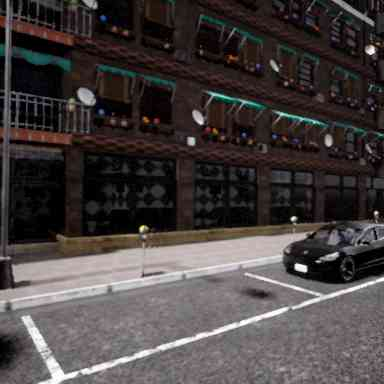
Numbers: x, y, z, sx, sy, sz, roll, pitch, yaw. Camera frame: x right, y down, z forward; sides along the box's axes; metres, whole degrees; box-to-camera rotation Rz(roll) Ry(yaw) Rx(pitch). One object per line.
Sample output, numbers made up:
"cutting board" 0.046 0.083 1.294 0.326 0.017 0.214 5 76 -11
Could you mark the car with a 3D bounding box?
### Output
"car" 4.579 1.581 9.795 4.313 1.339 1.947 0 1 -35
